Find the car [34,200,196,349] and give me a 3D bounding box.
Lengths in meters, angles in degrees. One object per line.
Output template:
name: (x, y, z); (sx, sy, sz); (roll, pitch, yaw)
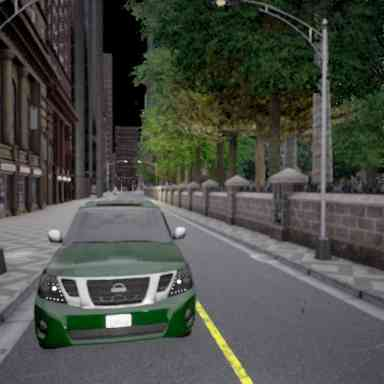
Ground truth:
car: (-1.461, 1.218, 6.760); (2.150, 2.045, 5.566); (0, 0, -12)
